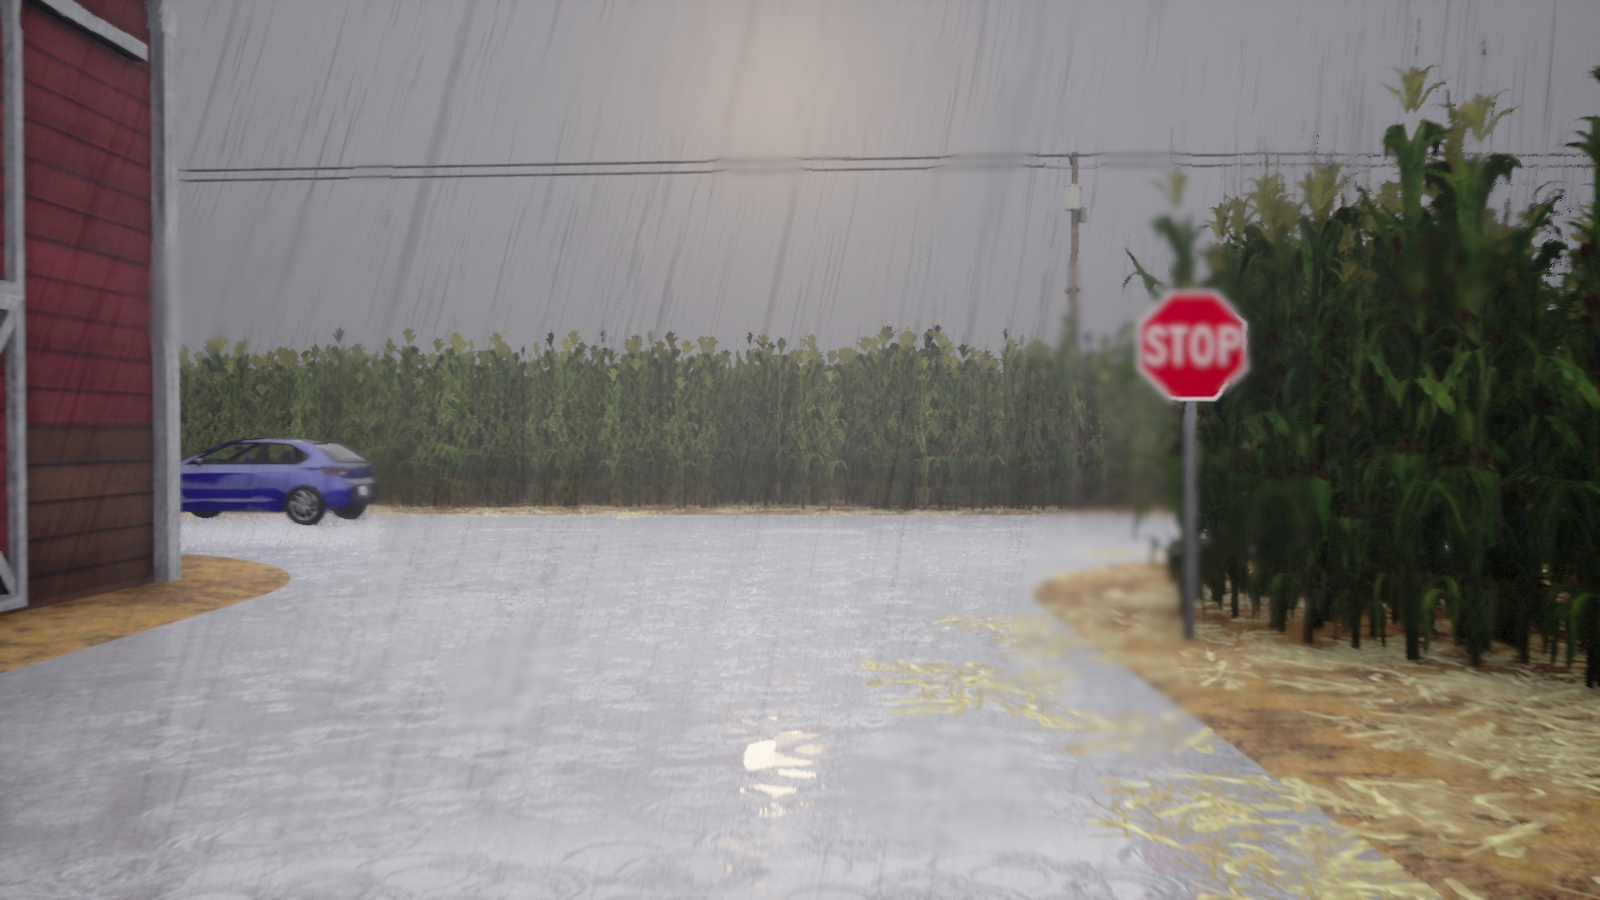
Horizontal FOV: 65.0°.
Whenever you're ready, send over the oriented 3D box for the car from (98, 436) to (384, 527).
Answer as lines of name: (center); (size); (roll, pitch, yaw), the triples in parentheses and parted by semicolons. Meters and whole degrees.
car: (-9.617, 0.506, 21.779); (4.193, 1.474, 1.816); (0, 1, 7)
